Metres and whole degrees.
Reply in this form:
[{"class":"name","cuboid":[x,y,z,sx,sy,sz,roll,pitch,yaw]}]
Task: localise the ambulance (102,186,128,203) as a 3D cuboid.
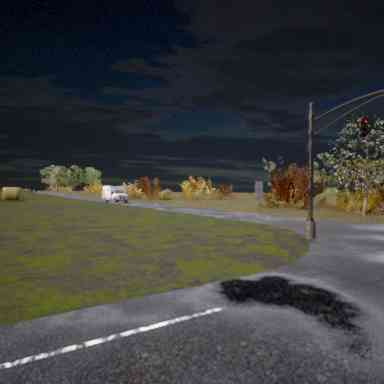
[{"class":"ambulance","cuboid":[-11.596,0.340,50.233,2.351,2.431,6.366,2,0,-32]}]
